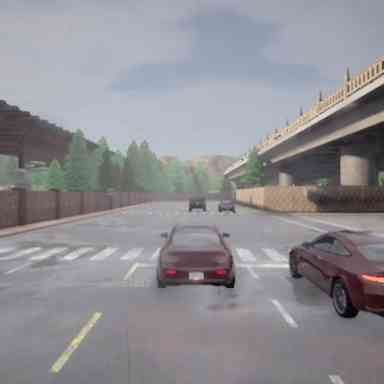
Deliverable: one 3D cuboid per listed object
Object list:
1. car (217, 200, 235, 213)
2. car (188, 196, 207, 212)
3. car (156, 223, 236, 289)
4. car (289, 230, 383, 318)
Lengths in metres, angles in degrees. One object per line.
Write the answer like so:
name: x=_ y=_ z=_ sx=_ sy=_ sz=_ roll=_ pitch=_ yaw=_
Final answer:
car: x=4.174 y=1.751 z=40.878 sx=2.128 sy=1.511 sz=4.902 roll=0 pitch=0 yaw=1
car: x=0.720 y=1.498 z=43.364 sx=2.150 sy=2.045 sz=5.566 roll=0 pitch=0 yaw=1
car: x=0.094 y=1.584 z=9.195 sx=1.812 sy=1.442 sz=4.674 roll=0 pitch=0 yaw=0
car: x=3.593 y=1.573 z=7.375 sx=1.812 sy=1.442 sz=4.674 roll=0 pitch=0 yaw=0
